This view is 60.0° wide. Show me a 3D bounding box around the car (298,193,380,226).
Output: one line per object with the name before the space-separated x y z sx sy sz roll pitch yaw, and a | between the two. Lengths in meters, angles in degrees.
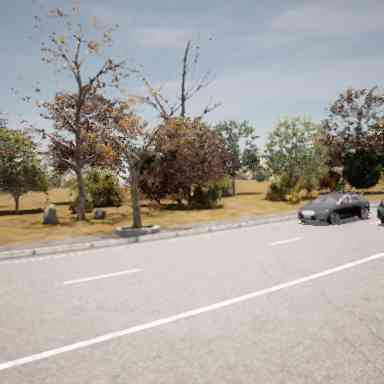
car | 7.772 0.849 18.070 4.902 1.511 2.128 -3 2 -35

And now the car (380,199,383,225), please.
car | 11.341 0.490 16.304 5.566 2.045 2.150 -3 2 -35
